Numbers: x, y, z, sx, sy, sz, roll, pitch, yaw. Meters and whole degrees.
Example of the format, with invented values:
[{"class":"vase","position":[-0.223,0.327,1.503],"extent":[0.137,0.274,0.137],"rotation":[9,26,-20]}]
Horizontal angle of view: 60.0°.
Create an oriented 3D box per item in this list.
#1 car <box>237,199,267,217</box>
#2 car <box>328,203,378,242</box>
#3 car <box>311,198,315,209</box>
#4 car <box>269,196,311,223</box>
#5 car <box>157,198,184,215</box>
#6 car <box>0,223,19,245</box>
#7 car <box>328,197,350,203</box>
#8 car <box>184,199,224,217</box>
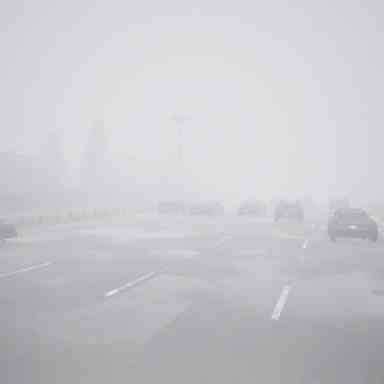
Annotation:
[{"class":"car","position":[5.169,1.318,28.526],"extent":[1.812,1.442,4.674],"rotation":[0,0,22]},{"class":"car","position":[7.589,1.444,15.931],"extent":[1.994,1.385,4.181],"rotation":[0,0,22]},{"class":"car","position":[13.588,1.253,39.809],"extent":[2.033,1.411,5.357],"rotation":[0,0,22]},{"class":"car","position":[7.188,1.312,24.186],"extent":[2.128,1.511,4.902],"rotation":[0,0,22]},{"class":"car","position":[-1.454,1.259,30.791],"extent":[1.882,1.535,5.008],"rotation":[0,0,22]},{"class":"car","position":[-9.139,1.468,12.034],"extent":[2.033,1.411,5.357],"rotation":[0,0,22]},{"class":"car","position":[14.960,1.237,33.922],"extent":[2.128,1.511,4.902],"rotation":[0,0,22]},{"class":"car","position":[1.271,1.323,28.243],"extent":[1.812,1.442,4.674],"rotation":[0,0,22]}]
